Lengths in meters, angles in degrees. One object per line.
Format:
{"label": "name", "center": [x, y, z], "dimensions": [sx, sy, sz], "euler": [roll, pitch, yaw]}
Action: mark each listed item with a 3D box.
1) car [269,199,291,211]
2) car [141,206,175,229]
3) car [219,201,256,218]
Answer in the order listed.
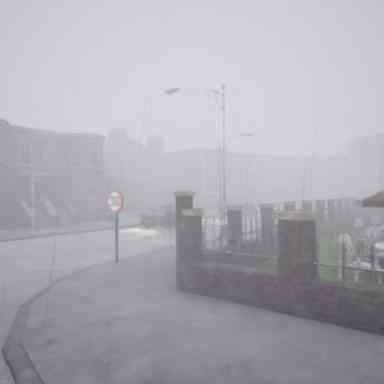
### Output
{"label": "car", "center": [10.359, 1.586, 39.336], "dimensions": [1.882, 1.535, 5.008], "euler": [-1, 0, 42]}
{"label": "car", "center": [-1.541, 1.673, 22.804], "dimensions": [1.994, 1.385, 4.181], "euler": [-1, 0, 35]}
{"label": "car", "center": [4.335, 1.614, 31.062], "dimensions": [1.837, 1.490, 4.892], "euler": [-1, 0, 35]}
